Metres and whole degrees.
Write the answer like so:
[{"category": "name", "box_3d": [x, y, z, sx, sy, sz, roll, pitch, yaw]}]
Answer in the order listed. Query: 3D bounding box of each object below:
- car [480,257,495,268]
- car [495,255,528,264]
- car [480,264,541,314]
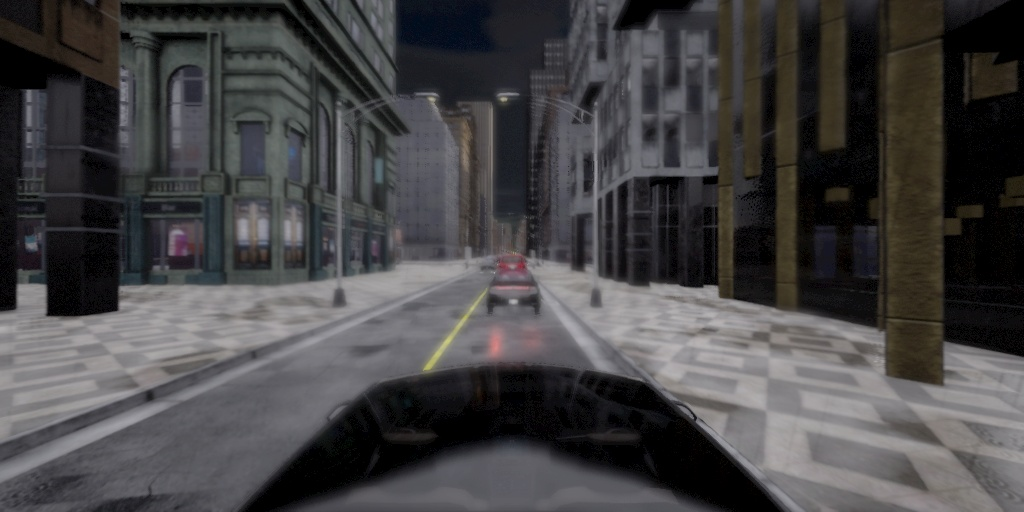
[{"category": "car", "box_3d": [-3.067, 1.192, 46.518, 1.837, 1.490, 4.892, 0, 0, 0]}, {"category": "car", "box_3d": [0.066, 0.945, 28.223, 2.150, 2.045, 5.566, 0, 0, 0]}, {"category": "car", "box_3d": [0.066, 1.230, 13.700, 2.128, 1.511, 4.902, 0, 0, 0]}]
